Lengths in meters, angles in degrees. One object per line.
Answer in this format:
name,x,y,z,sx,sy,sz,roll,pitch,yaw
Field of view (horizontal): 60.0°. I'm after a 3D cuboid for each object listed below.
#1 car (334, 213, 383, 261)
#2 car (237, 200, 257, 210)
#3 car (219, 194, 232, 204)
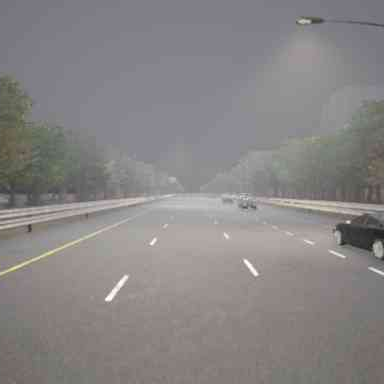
car,7.005,1.497,12.264,1.882,1.535,5.008,0,0,0
car,7.033,1.629,42.895,1.895,1.301,4.718,0,0,0
car,7.121,1.587,67.840,1.812,1.442,4.674,0,0,0
